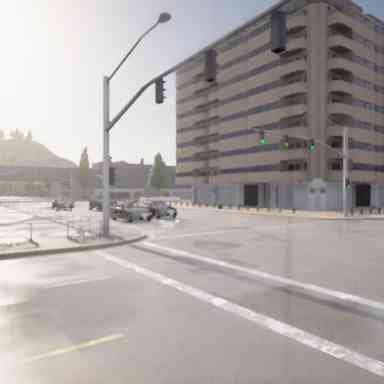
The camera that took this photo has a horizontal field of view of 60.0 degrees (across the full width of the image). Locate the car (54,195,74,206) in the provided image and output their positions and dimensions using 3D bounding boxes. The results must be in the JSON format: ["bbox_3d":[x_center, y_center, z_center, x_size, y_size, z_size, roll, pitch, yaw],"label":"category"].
[{"bbox_3d":[-21.572,1.437,55.842,2.097,1.767,4.553,0,0,-35],"label":"car"}]

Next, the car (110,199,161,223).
[{"bbox_3d":[-4.794,1.551,26.009,2.128,1.511,4.902,0,0,-35],"label":"car"}]

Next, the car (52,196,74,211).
[{"bbox_3d":[-16.646,1.555,42.712,2.128,1.511,4.902,0,0,-35],"label":"car"}]

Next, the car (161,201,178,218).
[{"bbox_3d":[-3.133,1.556,29.715,2.128,1.511,4.902,0,0,-35],"label":"car"}]

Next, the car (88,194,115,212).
[{"bbox_3d":[-10.899,1.288,40.651,2.150,2.045,5.566,0,0,-35],"label":"car"}]
